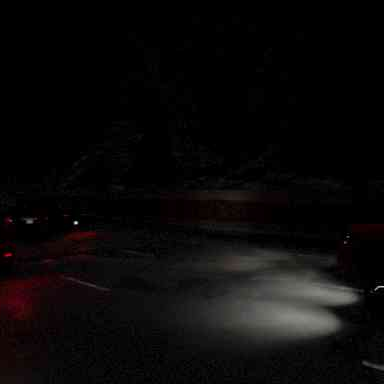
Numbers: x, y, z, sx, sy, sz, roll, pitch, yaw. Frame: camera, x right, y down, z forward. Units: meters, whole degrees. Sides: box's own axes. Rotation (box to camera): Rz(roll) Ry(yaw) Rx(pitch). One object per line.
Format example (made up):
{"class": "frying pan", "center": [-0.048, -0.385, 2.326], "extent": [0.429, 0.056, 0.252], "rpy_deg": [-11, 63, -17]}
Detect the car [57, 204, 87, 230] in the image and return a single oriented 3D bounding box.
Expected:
{"class": "car", "center": [-8.294, 1.481, 20.440], "extent": [4.892, 1.490, 1.837], "rpy_deg": [0, 0, 44]}

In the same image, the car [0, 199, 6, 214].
{"class": "car", "center": [-21.076, 1.487, 34.759], "extent": [2.033, 1.411, 5.357], "rpy_deg": [0, 0, -37]}

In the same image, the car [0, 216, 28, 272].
{"class": "car", "center": [-6.738, 1.507, 9.550], "extent": [4.674, 1.442, 1.812], "rpy_deg": [0, 0, 40]}

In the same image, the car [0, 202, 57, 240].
{"class": "car", "center": [-8.667, 1.328, 15.992], "extent": [4.553, 1.767, 2.097], "rpy_deg": [0, 0, 43]}

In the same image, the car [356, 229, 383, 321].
{"class": "car", "center": [5.101, 1.540, 4.736], "extent": [4.674, 1.442, 1.812], "rpy_deg": [0, 0, 35]}

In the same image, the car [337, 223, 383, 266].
{"class": "car", "center": [6.559, 1.240, 7.971], "extent": [5.566, 2.045, 2.150], "rpy_deg": [0, 0, 36]}
